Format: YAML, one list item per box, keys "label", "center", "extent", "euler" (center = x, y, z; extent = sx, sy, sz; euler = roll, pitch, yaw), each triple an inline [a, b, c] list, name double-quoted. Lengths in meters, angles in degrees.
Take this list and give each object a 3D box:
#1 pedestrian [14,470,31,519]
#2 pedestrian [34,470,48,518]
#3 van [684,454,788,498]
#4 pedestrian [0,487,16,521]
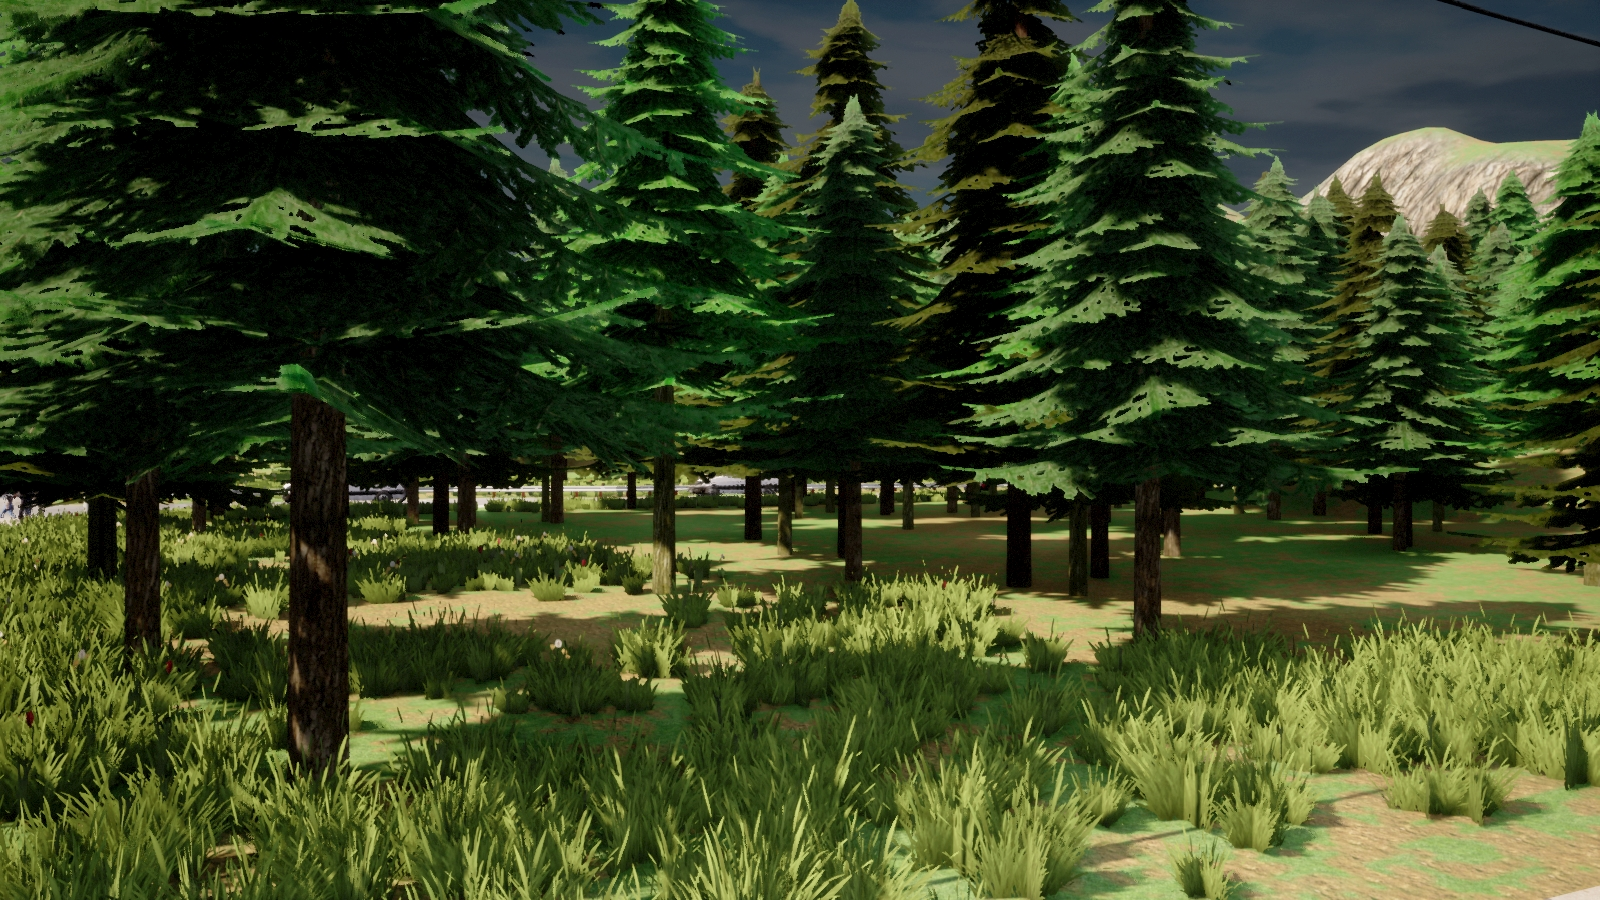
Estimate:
- label: "pedestrian"
  center: [-29.576, 1.695, 43.454]
  extent: [0.375, 1.860, 0.375]
  euler: [0, 0, 4]
- label: "pedestrian"
  center: [-29.321, 1.694, 44.163]
  extent: [0.375, 1.860, 0.375]
  euler: [0, 0, -20]
- label: "van"
  center: [-3.786, 1.507, 67.996]
  extent: [5.915, 2.561, 1.988]
  euler: [0, 0, -26]
- label: "pedestrian"
  center: [-30.899, 2.104, 44.562]
  extent: [0.375, 1.300, 0.375]
  euler: [0, 0, -2]
